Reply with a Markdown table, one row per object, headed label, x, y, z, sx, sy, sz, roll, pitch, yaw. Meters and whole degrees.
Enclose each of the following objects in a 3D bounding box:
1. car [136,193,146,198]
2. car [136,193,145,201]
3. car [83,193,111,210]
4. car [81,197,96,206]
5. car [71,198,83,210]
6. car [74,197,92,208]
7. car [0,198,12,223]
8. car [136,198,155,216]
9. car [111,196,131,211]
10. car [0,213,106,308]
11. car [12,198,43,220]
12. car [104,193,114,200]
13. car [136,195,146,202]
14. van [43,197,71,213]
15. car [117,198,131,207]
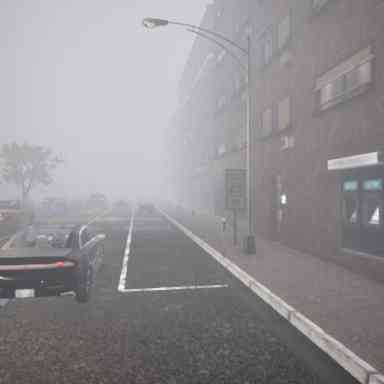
| label | x | y | z | sx | sy | sz | roll | pitch | yaw |
| --- | --- | --- | --- | --- | --- | --- | --- | --- | --- |
| car | -10.118 | 1.398 | 65.909 | 1.967 | 1.590 | 4.097 | 0 | 0 | -9 |
| car | -12.898 | 1.246 | 82.617 | 2.192 | 1.841 | 5.009 | 1 | 0 | -9 |
| car | -11.945 | 1.211 | 42.188 | 2.150 | 2.045 | 5.566 | 0 | 0 | -9 |
| car | -16.528 | 1.561 | 53.371 | 1.802 | 1.307 | 4.206 | 1 | 0 | -9 |
| car | -14.673 | 1.573 | 42.231 | 1.802 | 1.307 | 4.206 | 0 | 0 | -9 |
| car | -15.572 | 1.511 | 47.633 | 1.752 | 1.417 | 4.829 | 0 | 0 | -9 |
| car | -10.035 | 1.319 | 14.381 | 2.192 | 1.841 | 5.009 | 0 | 0 | -9 |
| car | -4.555 | 1.544 | 32.487 | 2.008 | 1.369 | 4.403 | 0 | 0 | -9 |
| car | -8.687 | 1.515 | 41.279 | 1.812 | 1.442 | 4.674 | 0 | 0 | -9 |
| car | -3.210 | 1.492 | 7.989 | 2.128 | 1.511 | 4.902 | 0 | 0 | -9 |
| car | -10.962 | 1.318 | 19.952 | 2.192 | 1.841 | 5.009 | 0 | 0 | -9 |
| car | -23.016 | 1.229 | 92.359 | 2.192 | 1.841 | 5.009 | 1 | 0 | -9 |
| car | -11.045 | 1.390 | 71.478 | 1.967 | 1.590 | 4.097 | 1 | 0 | -9 |
| van | -12.817 | 1.340 | 31.091 | 1.690 | 1.788 | 3.998 | 0 | 0 | -9 |
| car | -10.370 | 1.580 | 51.143 | 1.895 | 1.301 | 4.718 | 0 | 0 | -9 |
